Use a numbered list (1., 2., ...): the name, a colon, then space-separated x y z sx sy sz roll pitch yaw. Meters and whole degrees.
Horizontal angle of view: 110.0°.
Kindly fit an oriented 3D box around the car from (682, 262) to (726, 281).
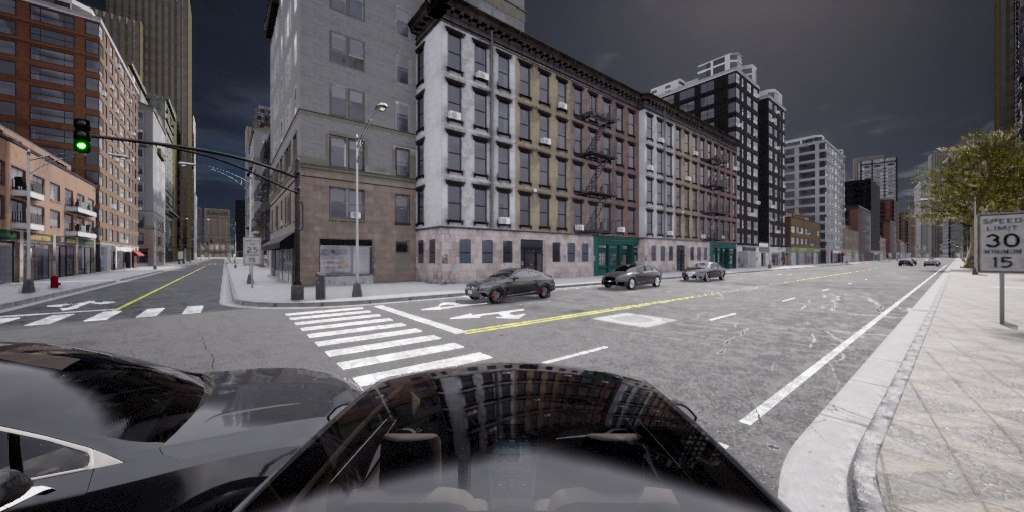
1. car: 15.773 1.237 29.423 4.902 1.511 2.128 0 0 -39

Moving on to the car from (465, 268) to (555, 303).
1. car: 0.024 1.287 16.787 4.674 1.442 1.812 0 0 -39

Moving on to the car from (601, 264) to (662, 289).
1. car: 7.739 1.259 22.983 4.892 1.490 1.837 0 0 -39

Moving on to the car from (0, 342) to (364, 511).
1. car: -3.216 1.257 1.828 4.892 1.490 1.837 0 0 -34
